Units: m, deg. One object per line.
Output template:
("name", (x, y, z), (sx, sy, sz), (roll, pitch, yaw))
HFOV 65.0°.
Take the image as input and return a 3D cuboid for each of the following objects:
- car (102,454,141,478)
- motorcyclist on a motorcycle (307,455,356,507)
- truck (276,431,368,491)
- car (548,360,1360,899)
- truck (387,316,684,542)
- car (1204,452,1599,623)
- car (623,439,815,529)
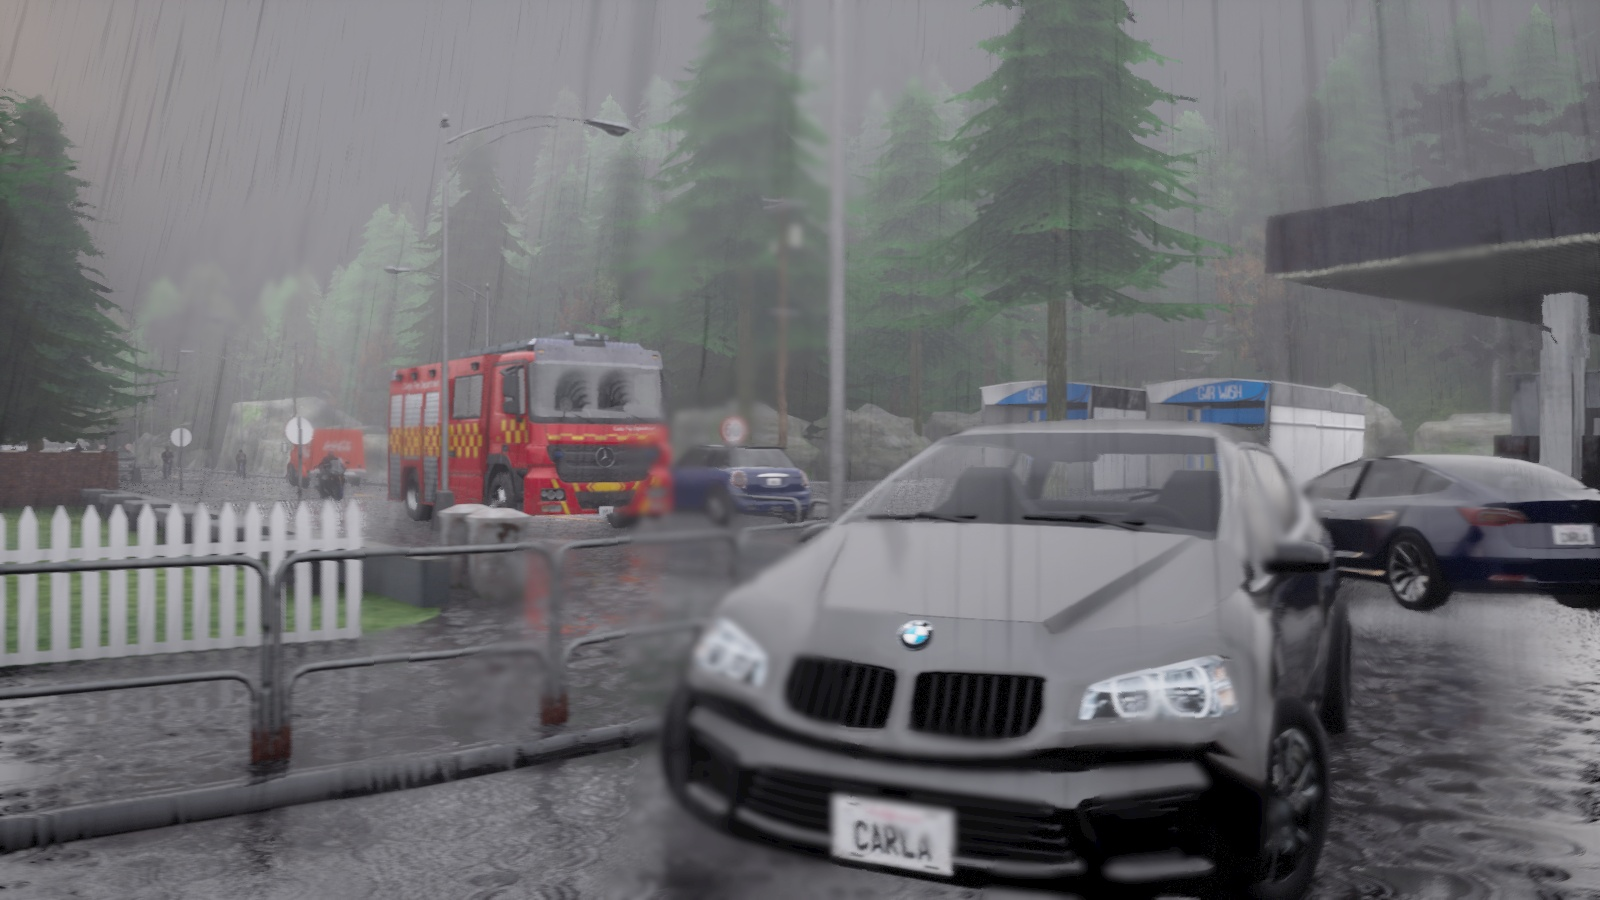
("car", (-44.002, 1.021, 81.405), (1.789, 1.549, 3.705), (0, -1, -34))
("motorcyclist on a motorcycle", (-14.169, 0.904, 37.940), (0.866, 1.530, 2.191), (0, 0, -35))
("truck", (-20.907, 0.443, 54.799), (2.627, 2.467, 5.204), (0, 0, -34))
("car", (1.206, 0.602, 5.784), (2.242, 1.667, 4.611), (0, 0, 27))
("truck", (-5.719, -0.344, 25.653), (2.891, 3.827, 8.468), (0, 0, -35))
("car", (6.446, 0.766, 13.420), (2.163, 1.488, 4.792), (0, 0, -8))
("car", (-1.848, 0.674, 27.086), (2.097, 1.767, 4.553), (0, 0, -35))
